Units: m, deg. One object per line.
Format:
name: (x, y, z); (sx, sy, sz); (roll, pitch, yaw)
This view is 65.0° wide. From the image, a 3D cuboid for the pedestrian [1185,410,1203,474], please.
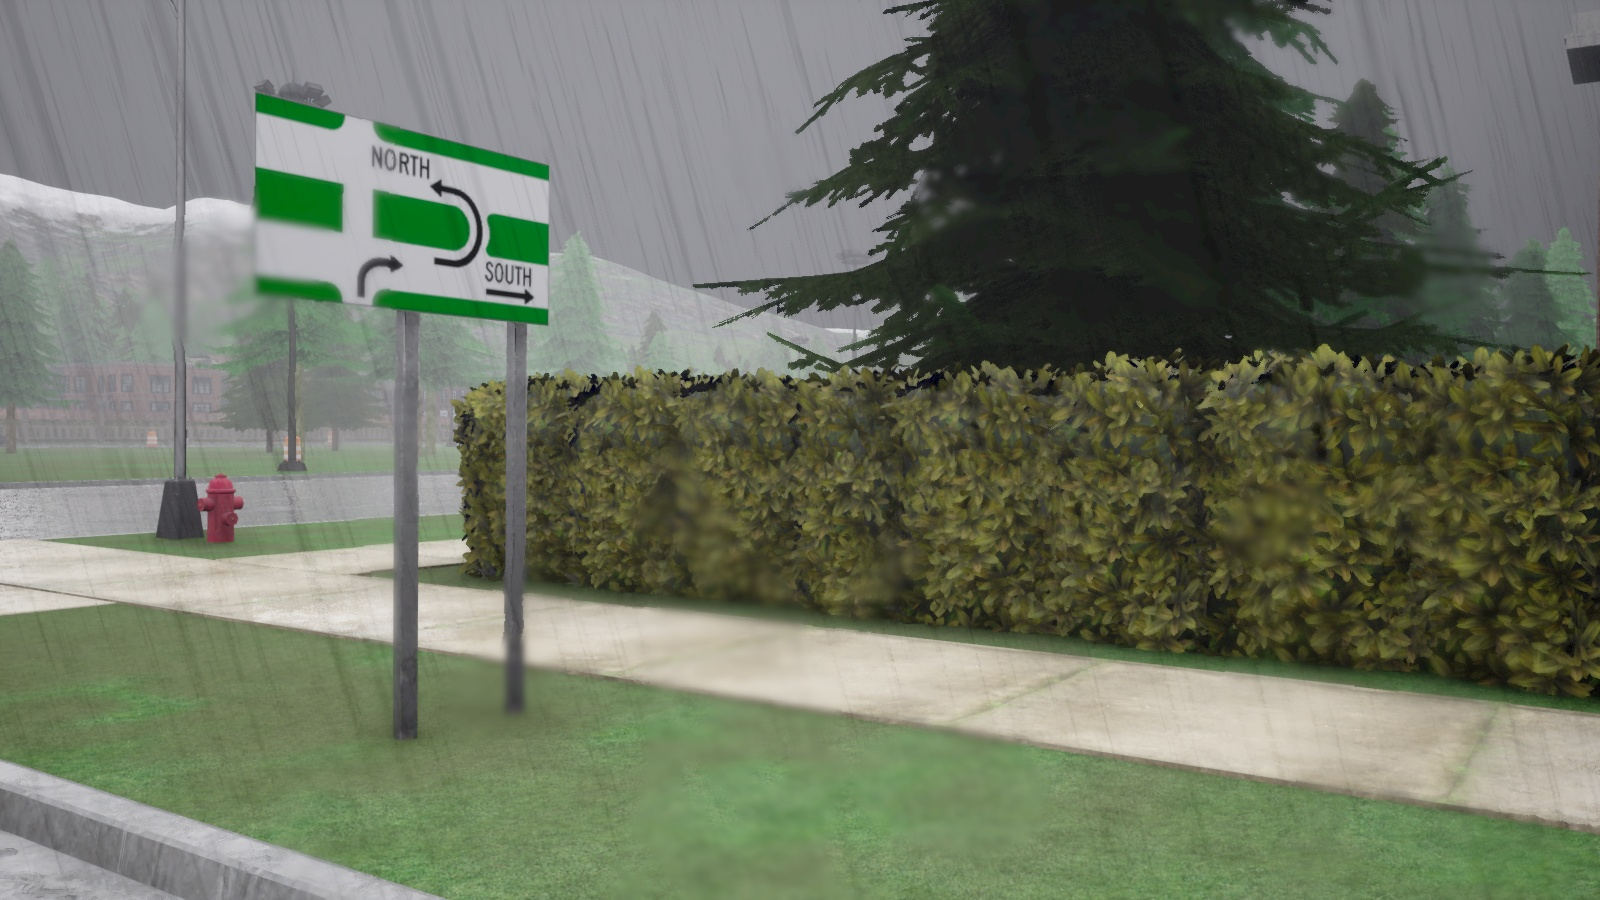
pedestrian: (11.381, -0.238, 36.293); (0.345, 1.836, 0.594); (0, 1, 34)
